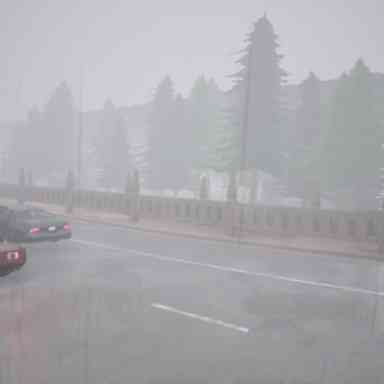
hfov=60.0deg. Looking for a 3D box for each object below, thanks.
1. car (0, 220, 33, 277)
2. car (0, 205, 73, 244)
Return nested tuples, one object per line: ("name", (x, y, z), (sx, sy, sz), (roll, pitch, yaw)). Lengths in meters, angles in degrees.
("car", (-6.316, 1.428, 8.500), (4.718, 1.301, 1.895), (3, 2, 35))
("car", (-7.036, 1.228, 13.314), (5.357, 1.411, 2.033), (4, 2, 35))
